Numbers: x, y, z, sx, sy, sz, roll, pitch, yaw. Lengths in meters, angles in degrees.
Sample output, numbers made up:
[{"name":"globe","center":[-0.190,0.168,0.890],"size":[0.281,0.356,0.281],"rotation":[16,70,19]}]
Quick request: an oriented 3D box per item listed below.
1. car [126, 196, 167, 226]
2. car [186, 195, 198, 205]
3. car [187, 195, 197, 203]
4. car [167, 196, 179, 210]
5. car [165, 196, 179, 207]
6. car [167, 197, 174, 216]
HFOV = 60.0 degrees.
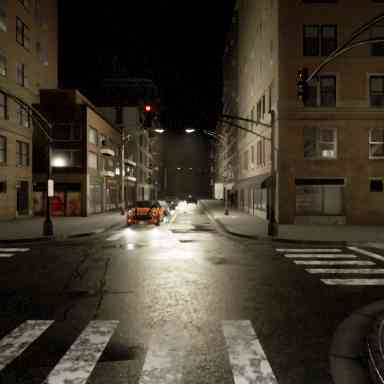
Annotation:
[{"name":"car","center":[-3.140,1.343,23.033],"size":[2.097,1.767,4.553],"rotation":[0,0,0]},{"name":"car","center":[-0.012,1.454,58.524],"size":[2.128,1.511,4.902],"rotation":[0,0,0]},{"name":"car","center":[-0.035,1.443,69.672],"size":[2.128,1.511,4.902],"rotation":[0,0,0]},{"name":"car","center":[-3.171,1.327,42.273],"size":[2.097,1.767,4.553],"rotation":[0,0,0]},{"name":"car","center":[-3.158,1.445,52.629],"size":[1.882,1.535,5.008],"rotation":[0,0,0]},{"name":"car","center":[-3.159,1.531,32.488],"size":[2.033,1.411,5.357],"rotation":[0,0,0]}]
